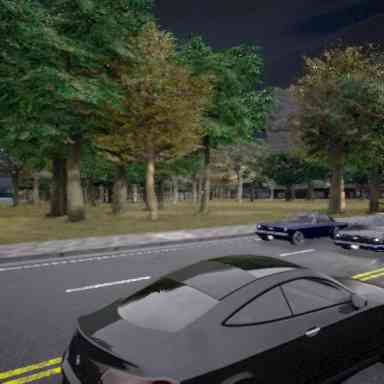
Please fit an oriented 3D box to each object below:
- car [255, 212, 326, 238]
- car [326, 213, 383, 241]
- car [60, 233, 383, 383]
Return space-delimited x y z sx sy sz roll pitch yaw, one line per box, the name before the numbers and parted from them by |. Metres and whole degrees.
car | 5.119 1.605 15.323 4.718 1.301 1.895 0 0 -36
car | 7.924 1.552 13.331 5.357 1.411 2.033 0 0 -36
car | 0.888 1.526 4.089 4.674 1.442 1.812 0 0 -36
